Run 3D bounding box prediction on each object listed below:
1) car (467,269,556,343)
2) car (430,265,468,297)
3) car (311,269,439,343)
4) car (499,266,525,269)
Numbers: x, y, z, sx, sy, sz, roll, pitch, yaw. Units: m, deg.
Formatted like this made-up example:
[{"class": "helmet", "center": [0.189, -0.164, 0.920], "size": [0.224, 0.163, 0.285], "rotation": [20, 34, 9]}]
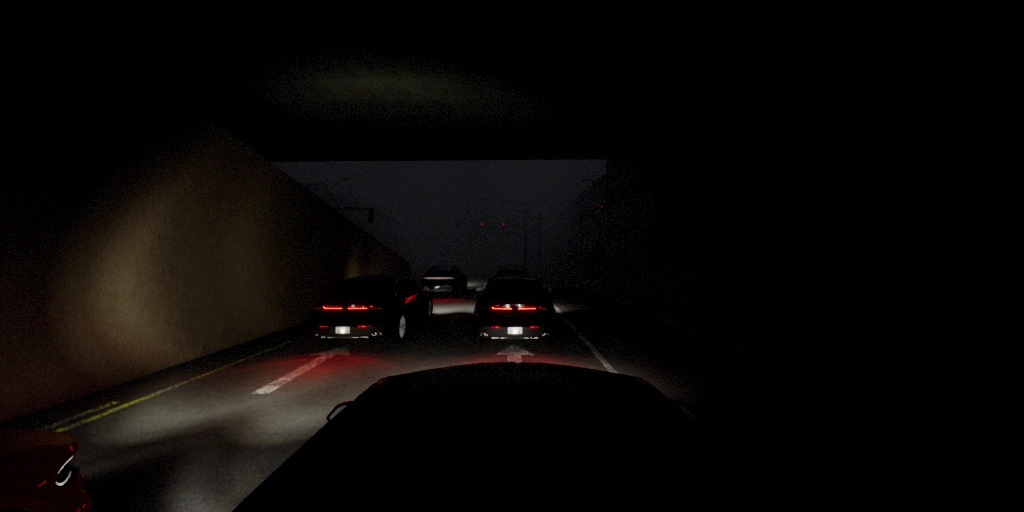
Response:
[{"class": "car", "center": [0.051, 1.255, 9.639], "size": [1.837, 1.490, 4.892], "rotation": [0, 0, 0]}, {"class": "car", "center": [-3.488, 1.241, 19.012], "size": [2.128, 1.511, 4.902], "rotation": [0, 0, -1]}, {"class": "car", "center": [-3.450, 1.255, 9.695], "size": [1.837, 1.490, 4.892], "rotation": [0, 0, 0]}, {"class": "car", "center": [0.008, 1.255, 19.049], "size": [1.837, 1.490, 4.892], "rotation": [0, 0, 0]}]
